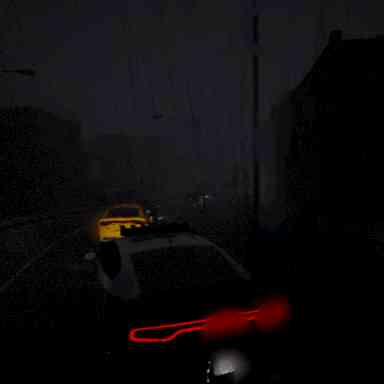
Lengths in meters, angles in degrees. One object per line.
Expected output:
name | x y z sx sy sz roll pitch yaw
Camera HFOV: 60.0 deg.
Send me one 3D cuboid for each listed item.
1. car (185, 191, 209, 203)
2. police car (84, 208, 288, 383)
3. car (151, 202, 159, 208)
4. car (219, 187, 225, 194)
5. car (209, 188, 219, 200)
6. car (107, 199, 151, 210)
car | 0.412 0.662 44.770 2.128 1.511 4.902 0 1 14
police car | -0.617 1.320 5.383 1.930 1.638 5.238 -2 1 -21
car | -3.171 1.183 19.927 1.837 1.490 4.892 -1 1 1
car | 7.439 -0.412 88.960 2.097 1.767 4.553 0 1 14
car | 2.759 0.480 54.687 1.812 1.442 4.674 0 1 14
car | -2.840 1.250 14.332 1.882 1.535 5.008 -1 1 -7
